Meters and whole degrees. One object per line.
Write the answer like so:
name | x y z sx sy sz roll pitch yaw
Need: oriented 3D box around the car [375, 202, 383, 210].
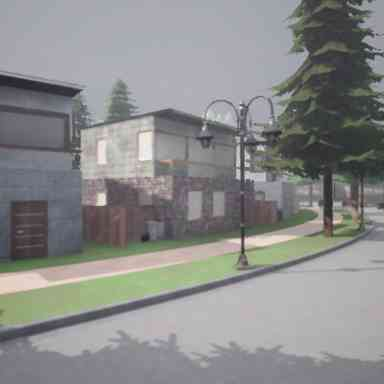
car | 25.302 1.656 42.282 1.895 1.301 4.718 0 0 4

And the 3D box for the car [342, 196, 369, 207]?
car | 25.685 1.449 52.449 2.097 1.767 4.553 0 0 -4
